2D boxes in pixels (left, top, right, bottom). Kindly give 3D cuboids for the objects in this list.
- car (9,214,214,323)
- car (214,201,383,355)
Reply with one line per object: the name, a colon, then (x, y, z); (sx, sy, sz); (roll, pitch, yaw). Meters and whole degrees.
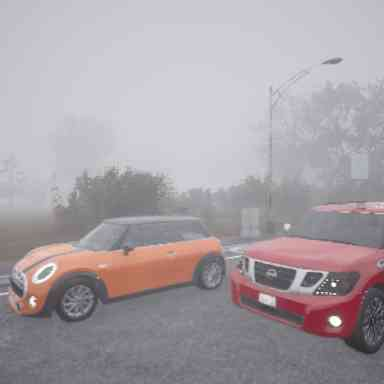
car: (-1.440, 1.358, 7.360); (4.553, 1.767, 2.097); (0, 0, -37)
car: (3.300, 1.228, 6.499); (5.566, 2.045, 2.150); (0, 0, -37)
